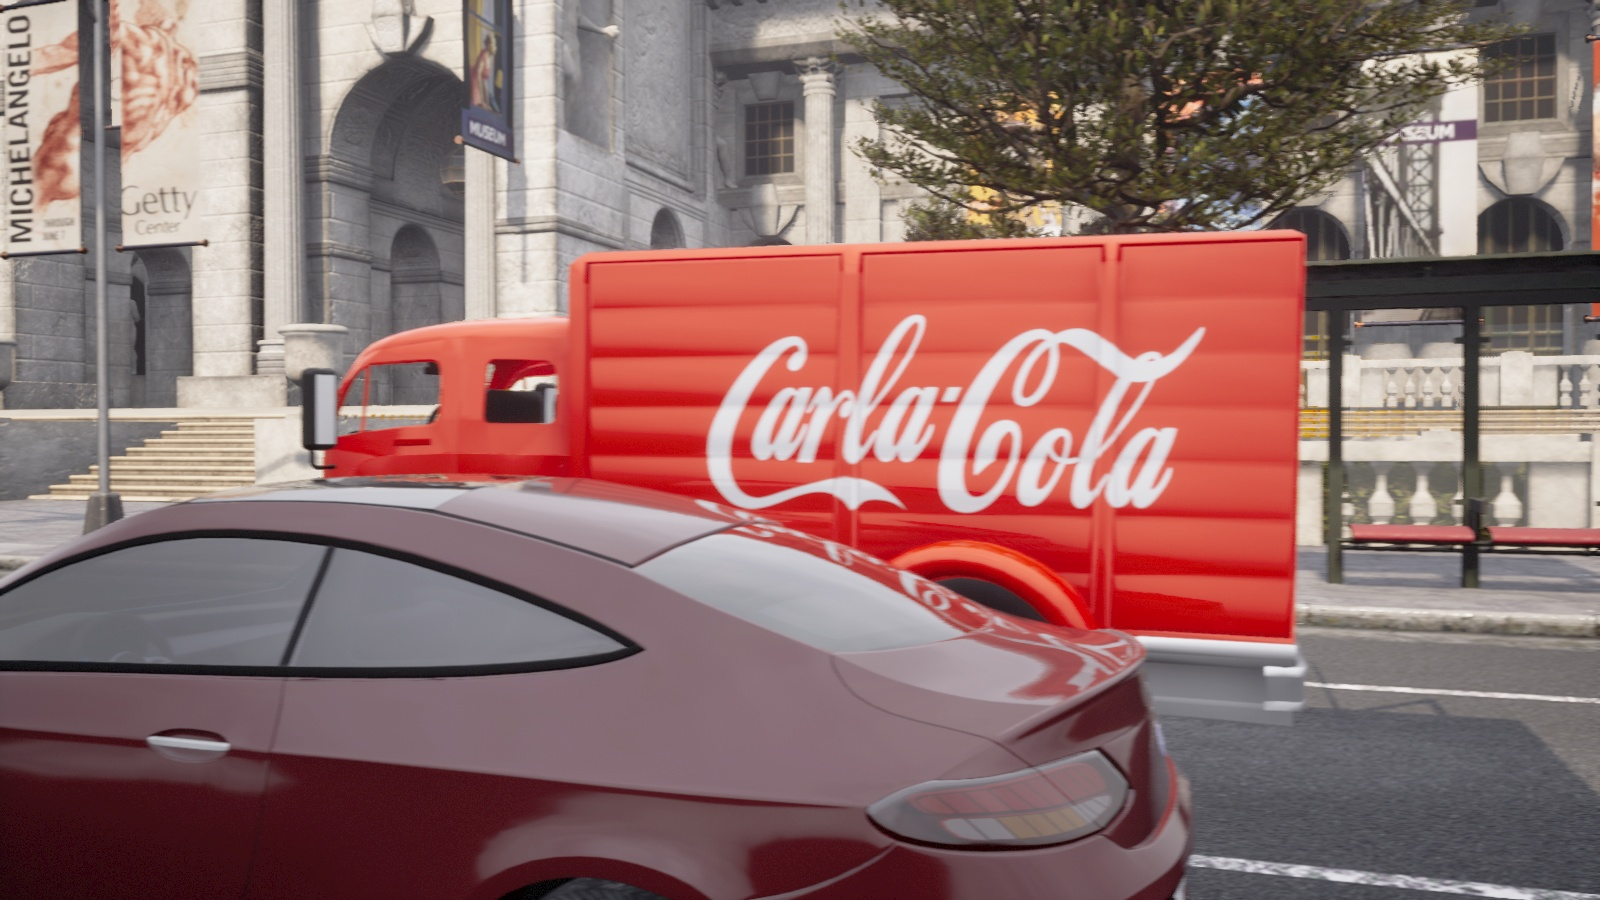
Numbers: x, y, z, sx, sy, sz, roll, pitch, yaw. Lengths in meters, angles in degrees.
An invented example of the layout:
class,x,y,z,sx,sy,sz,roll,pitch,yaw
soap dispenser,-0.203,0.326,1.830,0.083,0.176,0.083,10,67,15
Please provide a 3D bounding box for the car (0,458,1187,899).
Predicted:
class,x,y,z,sx,sy,sz,roll,pitch,yaw
car,-1.350,0.788,3.648,4.674,1.442,1.812,1,1,19

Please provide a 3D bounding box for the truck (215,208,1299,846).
class,x,y,z,sx,sy,sz,roll,pitch,yaw
truck,-0.143,0.236,6.926,5.204,2.467,2.627,1,1,19
